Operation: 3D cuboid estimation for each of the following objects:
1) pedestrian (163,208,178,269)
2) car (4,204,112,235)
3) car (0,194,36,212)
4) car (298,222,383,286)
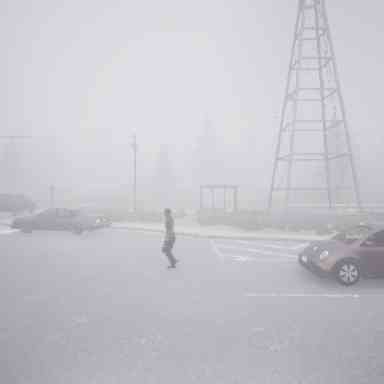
[{"bbox_3d":[-0.652,1.294,9.659,0.375,1.860,0.375,0,0,-5],"label":"pedestrian"},{"bbox_3d":[-7.185,1.547,18.431,5.357,1.411,2.033,0,0,12],"label":"car"},{"bbox_3d":[-17.218,1.221,32.296,2.150,2.045,5.566,0,0,-1],"label":"car"},{"bbox_3d":[4.890,1.521,8.735,3.905,1.438,1.784,0,0,0],"label":"car"}]
